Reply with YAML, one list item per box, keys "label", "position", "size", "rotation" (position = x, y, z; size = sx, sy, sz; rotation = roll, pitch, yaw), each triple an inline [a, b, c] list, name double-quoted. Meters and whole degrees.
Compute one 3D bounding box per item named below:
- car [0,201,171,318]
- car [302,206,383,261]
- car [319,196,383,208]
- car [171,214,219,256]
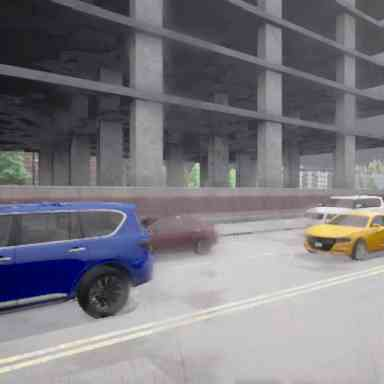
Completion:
- label: "car"
  position: [-3.374, 1.221, 5.904]
  size: [5.566, 2.045, 2.150]
  rotation: [0, 0, -34]
- label: "car"
  position: [6.270, 1.476, 12.430]
  size: [5.008, 1.535, 1.882]
  rotation: [0, 0, -34]
- label: "car"
  position: [8.460, 1.222, 18.134]
  size: [5.566, 2.045, 2.150]
  rotation: [0, 0, -34]
- label: "car"
  position: [-1.167, 1.525, 11.620]
  size: [4.674, 1.442, 1.812]
  rotation: [0, 0, -34]
